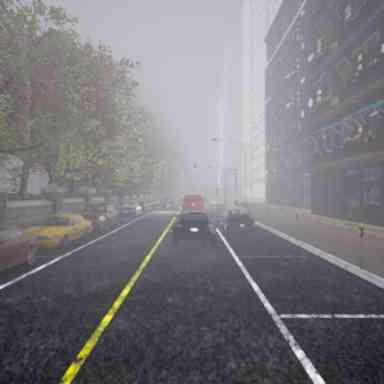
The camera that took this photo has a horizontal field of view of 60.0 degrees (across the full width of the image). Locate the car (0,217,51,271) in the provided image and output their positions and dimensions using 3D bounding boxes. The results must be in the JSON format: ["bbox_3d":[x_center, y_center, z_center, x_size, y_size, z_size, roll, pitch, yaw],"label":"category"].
[{"bbox_3d":[-5.685,1.587,8.973,1.802,1.307,4.206,0,0,0],"label":"car"}]

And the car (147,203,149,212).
[{"bbox_3d":[-5.809,1.571,36.667,1.887,1.381,4.507,0,0,0],"label":"car"}]

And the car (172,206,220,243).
[{"bbox_3d":[0.104,1.574,16.188,1.994,1.385,4.181,0,0,0],"label":"car"}]

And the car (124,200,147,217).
[{"bbox_3d":[-5.758,1.572,31.127,2.008,1.369,4.403,0,0,0],"label":"car"}]

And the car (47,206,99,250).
[{"bbox_3d":[-5.684,1.534,14.342,1.752,1.417,4.829,0,0,0],"label":"car"}]

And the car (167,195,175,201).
[{"bbox_3d":[-5.668,1.549,91.483,1.967,1.590,4.097,0,0,0],"label":"car"}]

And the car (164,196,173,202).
[{"bbox_3d":[-5.671,1.670,80.218,1.802,1.307,4.206,0,0,0],"label":"car"}]

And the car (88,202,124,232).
[{"bbox_3d":[-5.683,1.452,20.051,1.967,1.590,4.097,0,0,0],"label":"car"}]

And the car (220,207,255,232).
[{"bbox_3d":[2.697,1.564,20.051,2.008,1.369,4.403,0,0,0],"label":"car"}]

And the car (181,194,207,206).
[{"bbox_3d":[0.108,1.244,33.059,2.150,2.045,5.566,0,0,0],"label":"car"}]

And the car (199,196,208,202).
[{"bbox_3d":[2.709,1.654,80.216,1.947,1.339,4.313,0,0,0],"label":"car"}]

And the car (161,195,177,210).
[{"bbox_3d":[-2.991,1.531,44.073,2.128,1.511,4.902,0,0,0],"label":"car"}]
